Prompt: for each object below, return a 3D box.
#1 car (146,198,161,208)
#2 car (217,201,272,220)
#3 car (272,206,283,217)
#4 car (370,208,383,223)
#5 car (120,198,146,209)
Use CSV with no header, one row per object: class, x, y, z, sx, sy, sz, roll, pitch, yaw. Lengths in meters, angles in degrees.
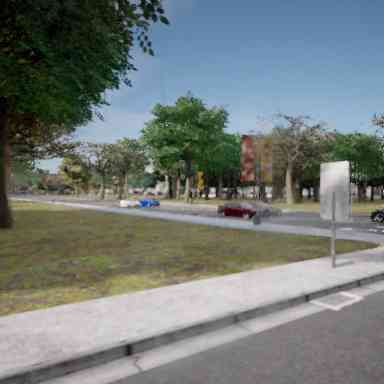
car,-6.588,1.608,50.682,1.882,1.535,5.008,0,0,-35
car,4.341,1.602,29.584,1.882,1.535,5.008,0,0,-35
car,6.579,1.668,32.044,1.812,1.442,4.674,0,0,-35
car,15.802,1.525,24.731,2.097,1.767,4.553,0,0,-32
car,-8.979,1.637,48.430,1.812,1.442,4.674,0,0,-35
